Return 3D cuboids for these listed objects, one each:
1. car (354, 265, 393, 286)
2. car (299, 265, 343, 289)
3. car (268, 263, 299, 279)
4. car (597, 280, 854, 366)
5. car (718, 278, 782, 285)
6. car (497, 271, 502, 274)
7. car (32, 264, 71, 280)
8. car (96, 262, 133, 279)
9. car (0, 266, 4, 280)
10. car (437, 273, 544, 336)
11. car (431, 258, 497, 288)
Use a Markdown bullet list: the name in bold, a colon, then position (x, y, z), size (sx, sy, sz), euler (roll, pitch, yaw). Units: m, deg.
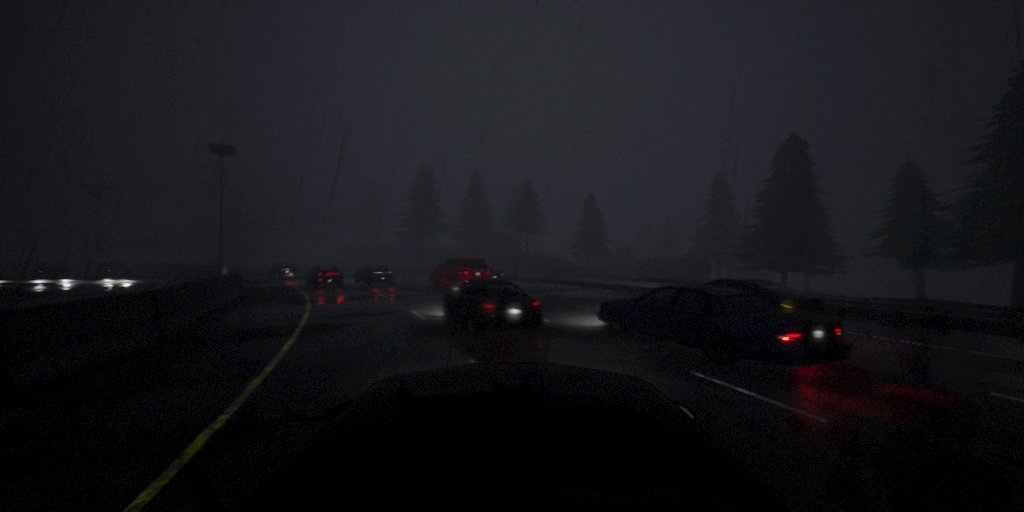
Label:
- **car**: position (-10.649, 1.408, 27.461), size (2.128, 1.511, 4.902), euler (1, -1, -37)
- **car**: position (-13.069, 1.373, 24.893), size (2.128, 1.511, 4.902), euler (1, -1, -36)
- **car**: position (-22.339, 1.422, 35.063), size (4.892, 1.490, 1.837), euler (0, 0, 43)
- **car**: position (4.226, 1.381, 8.342), size (2.033, 1.411, 5.357), euler (1, -1, -21)
- **car**: position (6.815, 1.399, 11.052), size (1.812, 1.442, 4.674), euler (1, -1, -22)
- **car**: position (-2.361, 1.533, 27.899), size (1.994, 1.385, 4.181), euler (1, -1, -35)
- **car**: position (-40.970, 1.380, 31.910), size (4.718, 1.301, 1.895), euler (0, -1, 34)
- **car**: position (-37.266, 1.308, 33.588), size (4.902, 1.511, 2.128), euler (0, -1, 35)
- **car**: position (-43.761, 1.219, 29.583), size (5.008, 1.535, 1.882), euler (0, -1, 33)
- **car**: position (-0.740, 1.391, 10.872), size (1.994, 1.385, 4.181), euler (1, -1, -24)
- **car**: position (-3.431, 1.146, 23.323), size (2.150, 2.045, 5.566), euler (1, 0, -32)
